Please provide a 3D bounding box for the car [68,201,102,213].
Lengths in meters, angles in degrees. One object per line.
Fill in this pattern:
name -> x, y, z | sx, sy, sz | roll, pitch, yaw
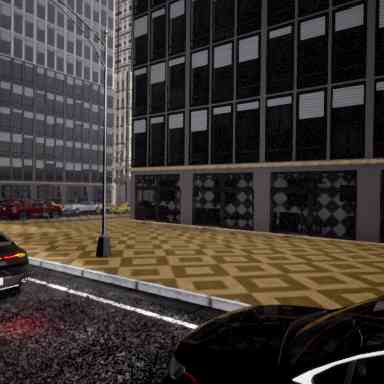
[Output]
car -> -13.180, 1.795, 40.700 | 1.895, 1.301, 4.718 | 1, 0, 37

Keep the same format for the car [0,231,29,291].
car -> -5.742, 1.500, 7.811 | 4.892, 1.490, 1.837 | 0, 0, 36

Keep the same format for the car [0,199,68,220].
car -> -14.172, 1.519, 29.675 | 2.192, 1.841, 5.009 | 1, 0, 37

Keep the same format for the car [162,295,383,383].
car -> 1.974, 1.505, 2.266 | 4.892, 1.490, 1.837 | 0, 0, 36

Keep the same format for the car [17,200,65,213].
car -> -17.635, 1.643, 39.063 | 1.752, 1.417, 4.829 | 1, 0, 37

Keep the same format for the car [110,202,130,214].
car -> -7.341, 1.830, 38.862 | 1.752, 1.417, 4.829 | 1, 0, 37
